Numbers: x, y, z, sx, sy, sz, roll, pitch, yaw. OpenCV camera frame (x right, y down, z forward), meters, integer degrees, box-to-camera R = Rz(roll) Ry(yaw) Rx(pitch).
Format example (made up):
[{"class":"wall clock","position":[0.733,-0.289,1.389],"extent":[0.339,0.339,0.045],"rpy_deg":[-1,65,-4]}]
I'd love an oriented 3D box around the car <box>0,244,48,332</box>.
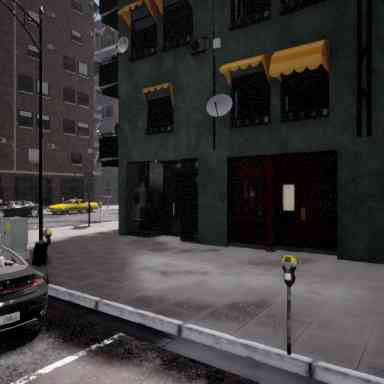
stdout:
[{"class":"car","position":[-4.343,1.551,5.969],"extent":[4.403,1.369,2.008],"rpy_deg":[0,0,35]}]

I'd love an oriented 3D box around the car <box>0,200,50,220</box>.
[{"class":"car","position":[-13.912,1.350,25.977],"extent":[2.008,1.369,4.403],"rpy_deg":[1,1,35]}]

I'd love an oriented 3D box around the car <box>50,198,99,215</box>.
[{"class":"car","position":[-10.824,1.250,30.403],"extent":[1.752,1.417,4.829],"rpy_deg":[1,1,35]}]
